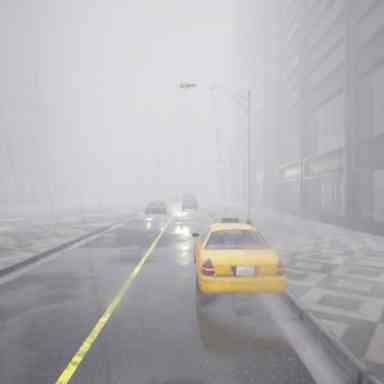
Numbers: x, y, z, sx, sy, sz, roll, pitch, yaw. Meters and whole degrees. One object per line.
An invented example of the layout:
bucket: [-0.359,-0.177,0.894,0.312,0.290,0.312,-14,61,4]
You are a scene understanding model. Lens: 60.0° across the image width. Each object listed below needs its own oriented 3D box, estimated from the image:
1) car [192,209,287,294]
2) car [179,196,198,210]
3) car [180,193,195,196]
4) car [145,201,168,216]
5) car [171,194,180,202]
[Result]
car: [0.974,1.449,8.792,1.801,1.575,5.366,0,0,0]
car: [-0.261,1.534,42.063,1.994,1.385,4.181,0,0,-1]
car: [-0.456,1.184,53.478,2.150,2.045,5.566,0,0,0]
car: [-3.371,1.541,32.123,1.994,1.385,4.181,0,0,0]
car: [-3.627,1.434,73.564,1.837,1.490,4.892,0,0,0]
